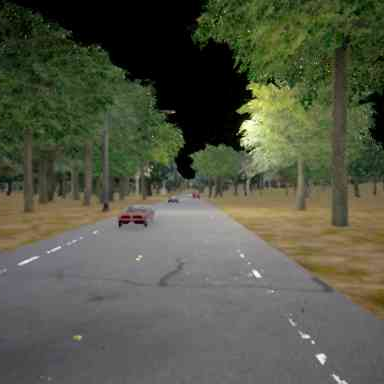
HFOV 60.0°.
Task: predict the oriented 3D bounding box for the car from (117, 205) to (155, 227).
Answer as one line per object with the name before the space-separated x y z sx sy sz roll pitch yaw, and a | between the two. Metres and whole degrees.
car | -3.610 1.528 22.041 1.895 1.301 4.718 0 0 0

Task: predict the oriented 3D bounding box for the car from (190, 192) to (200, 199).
car | 1.182 1.058 95.092 2.150 2.045 5.566 0 0 0

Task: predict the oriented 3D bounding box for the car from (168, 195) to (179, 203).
car | -3.548 1.345 63.210 1.882 1.535 5.008 0 0 0
